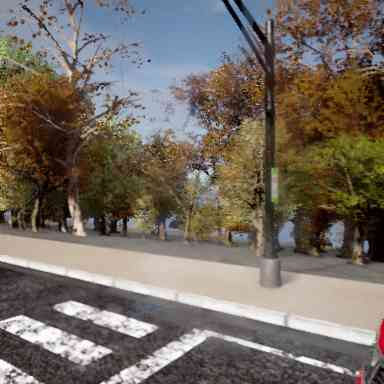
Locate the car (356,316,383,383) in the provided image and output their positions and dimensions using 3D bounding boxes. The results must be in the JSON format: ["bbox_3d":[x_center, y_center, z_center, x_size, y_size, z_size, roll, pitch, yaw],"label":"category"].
[{"bbox_3d":[3.618,1.199,1.116,5.566,2.045,2.150,0,0,35],"label":"car"}]
